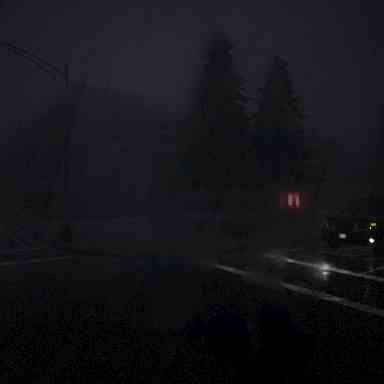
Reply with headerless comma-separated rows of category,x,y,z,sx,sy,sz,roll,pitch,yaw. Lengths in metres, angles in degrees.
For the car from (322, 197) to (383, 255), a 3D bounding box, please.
car,7.698,1.248,13.745,5.566,2.045,2.150,0,0,-37
